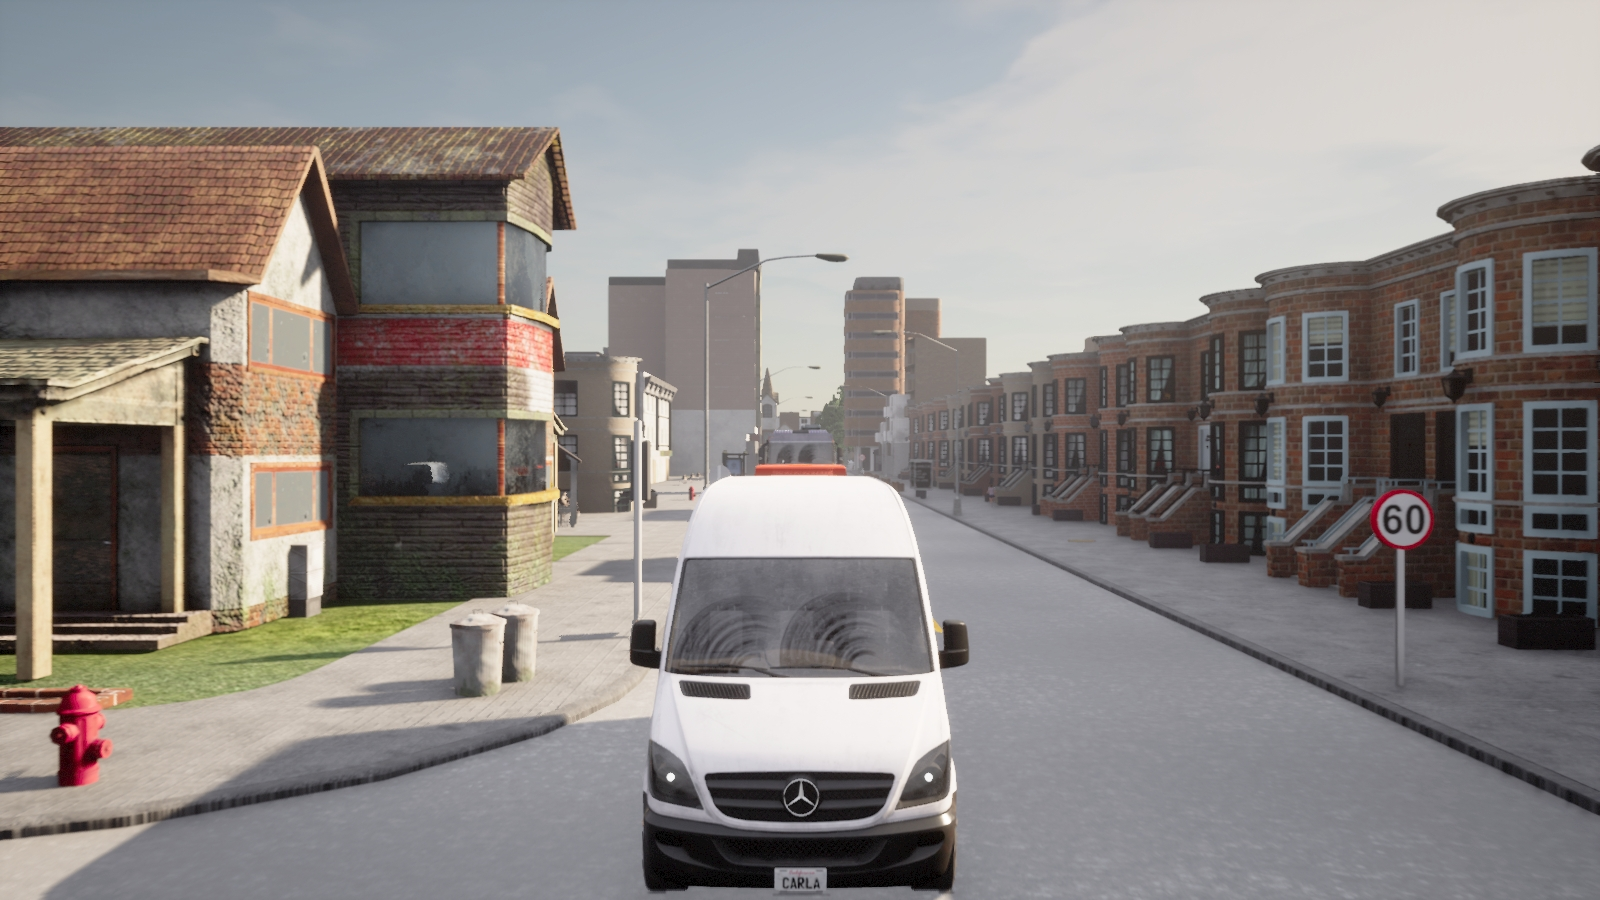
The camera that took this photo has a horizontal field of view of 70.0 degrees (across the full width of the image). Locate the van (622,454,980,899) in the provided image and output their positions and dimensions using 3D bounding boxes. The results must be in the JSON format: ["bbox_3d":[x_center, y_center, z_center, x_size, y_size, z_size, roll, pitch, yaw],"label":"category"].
[{"bbox_3d":[0.004,1.315,9.310,1.988,2.561,5.915,0,0,0],"label":"van"}]

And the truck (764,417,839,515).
[{"bbox_3d":[0.030,0.664,48.581,2.891,3.827,8.468,0,-1,0],"label":"truck"}]

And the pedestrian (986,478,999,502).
[{"bbox_3d":[9.155,1.903,54.381,0.500,1.100,0.500,0,0,-7],"label":"pedestrian"}]
